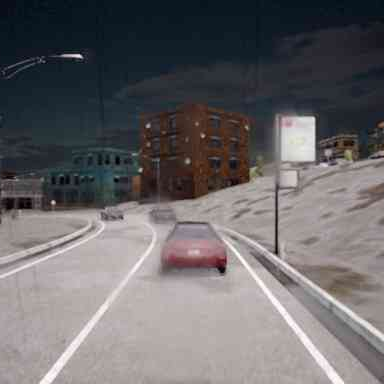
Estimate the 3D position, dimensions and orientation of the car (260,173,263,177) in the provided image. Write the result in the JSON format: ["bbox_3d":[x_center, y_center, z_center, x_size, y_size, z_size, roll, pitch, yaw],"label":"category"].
[{"bbox_3d":[20.530,-4.445,92.827,2.435,2.045,5.566,0,0,-1],"label":"car"}]

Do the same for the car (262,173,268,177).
[{"bbox_3d":[20.650,-4.141,87.341,2.002,1.452,4.674,0,0,-1],"label":"car"}]

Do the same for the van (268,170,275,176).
[{"bbox_3d":[20.772,-4.389,81.699,1.878,1.987,4.442,0,0,-1],"label":"van"}]

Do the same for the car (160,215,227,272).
[{"bbox_3d":[0.029,1.682,11.248,1.994,1.385,4.181,0,-1,-1],"label":"car"}]

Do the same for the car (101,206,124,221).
[{"bbox_3d":[-8.417,2.243,35.015,1.837,1.490,4.892,0,-2,-23],"label":"car"}]

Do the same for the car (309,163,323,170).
[{"bbox_3d":[21.374,-3.961,54.096,2.002,1.452,4.674,0,0,-1],"label":"car"}]

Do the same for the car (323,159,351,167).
[{"bbox_3d":[21.493,-4.086,48.603,2.185,1.767,4.553,0,0,-1],"label":"car"}]

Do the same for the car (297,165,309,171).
[{"bbox_3d":[21.250,-4.168,59.770,2.185,1.767,4.553,0,0,-1],"label":"car"}]

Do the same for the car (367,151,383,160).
[{"bbox_3d":[21.731,-3.877,37.665,2.231,1.521,4.892,0,0,-1],"label":"car"}]

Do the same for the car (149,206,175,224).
[{"bbox_3d":[-2.777,2.006,30.220,2.128,1.511,4.902,0,-2,-16],"label":"car"}]
